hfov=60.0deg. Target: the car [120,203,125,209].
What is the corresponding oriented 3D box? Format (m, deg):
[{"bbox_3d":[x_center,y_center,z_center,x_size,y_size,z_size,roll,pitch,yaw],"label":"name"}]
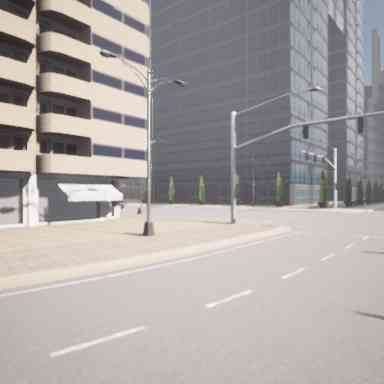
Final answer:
[{"bbox_3d":[-11.373,1.754,46.614,4.181,1.385,1.994,0,0,38],"label":"car"}]
